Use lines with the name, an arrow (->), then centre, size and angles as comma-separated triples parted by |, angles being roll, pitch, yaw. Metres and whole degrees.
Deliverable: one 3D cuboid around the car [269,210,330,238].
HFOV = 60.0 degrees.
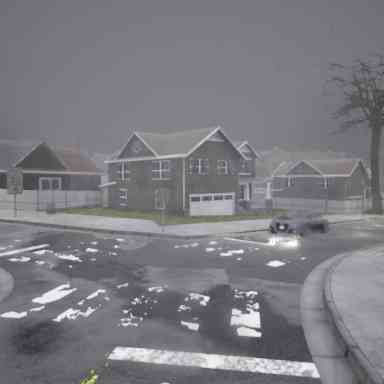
car -> 6.225, 1.750, 19.097 | 4.181, 1.385, 1.994 | 1, 0, -44
